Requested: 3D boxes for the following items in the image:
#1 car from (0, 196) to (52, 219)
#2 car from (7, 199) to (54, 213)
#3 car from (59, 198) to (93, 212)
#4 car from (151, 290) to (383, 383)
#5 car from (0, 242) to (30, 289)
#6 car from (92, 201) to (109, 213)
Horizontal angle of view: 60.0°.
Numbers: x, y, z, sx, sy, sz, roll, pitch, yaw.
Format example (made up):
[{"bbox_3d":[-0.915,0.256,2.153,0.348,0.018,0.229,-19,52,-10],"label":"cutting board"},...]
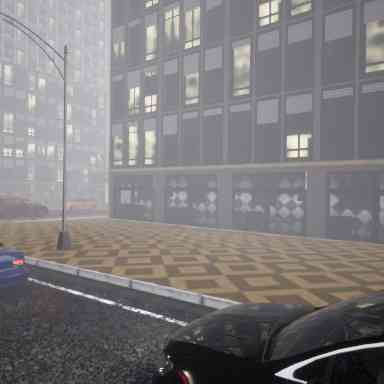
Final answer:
[{"bbox_3d":[-15.999,1.517,30.922,2.192,1.841,5.009,1,0,37],"label":"car"},{"bbox_3d":[-19.478,1.641,40.304,1.752,1.417,4.829,1,0,37],"label":"car"},{"bbox_3d":[-14.564,1.551,42.564,2.097,1.767,4.553,1,0,37],"label":"car"},{"bbox_3d":[1.874,1.505,2.346,4.892,1.490,1.837,0,0,35],"label":"car"},{"bbox_3d":[-6.048,1.543,8.016,5.357,1.411,2.033,0,0,36],"label":"car"},{"bbox_3d":[-9.183,1.828,40.120,1.752,1.417,4.829,1,0,37],"label":"car"}]
